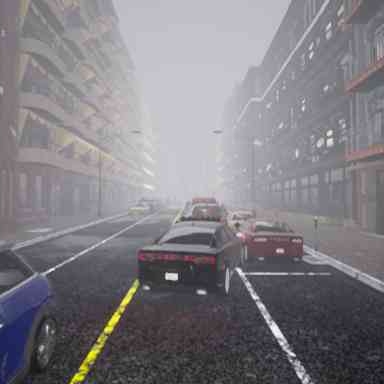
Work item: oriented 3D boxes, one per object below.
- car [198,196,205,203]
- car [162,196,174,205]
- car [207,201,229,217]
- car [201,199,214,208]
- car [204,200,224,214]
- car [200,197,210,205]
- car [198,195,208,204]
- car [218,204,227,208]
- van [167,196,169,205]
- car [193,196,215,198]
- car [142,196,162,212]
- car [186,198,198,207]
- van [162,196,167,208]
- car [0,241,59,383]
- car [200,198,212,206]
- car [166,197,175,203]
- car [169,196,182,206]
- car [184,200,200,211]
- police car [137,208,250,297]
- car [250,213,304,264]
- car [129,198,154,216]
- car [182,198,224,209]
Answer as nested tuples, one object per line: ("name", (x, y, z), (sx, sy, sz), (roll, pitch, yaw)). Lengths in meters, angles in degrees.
("car", (2.543, 1.987, 89.382), (1.967, 1.590, 4.097), (1, -1, 0))
("car", (-5.298, 1.730, 72.847), (2.192, 1.841, 5.009), (1, 0, 0))
("car", (2.580, 1.707, 34.072), (1.887, 1.381, 4.507), (1, 0, 0))
("car", (2.579, 1.841, 56.195), (1.887, 1.381, 4.507), (1, 0, 0))
("car", (2.579, 1.744, 39.603), (2.008, 1.369, 4.403), (1, 0, 0))
("car", (2.587, 1.814, 67.257), (1.967, 1.590, 4.097), (1, 0, 0))
("car", (2.547, 1.772, 78.320), (2.192, 1.841, 5.009), (1, 0, 0))
("car", (2.582, 1.602, 17.652), (1.752, 1.417, 4.829), (1, 0, 0))
("van", (-5.297, 1.638, 56.257), (1.690, 1.788, 3.998), (1, 0, 0))
("car", (0.822, 1.336, 24.654), (2.150, 2.045, 5.566), (0, 0, 0))
("car", (-5.294, 1.509, 39.667), (2.192, 1.841, 5.009), (2, 0, 0))
("car", (-0.006, 1.809, 59.337), (2.128, 1.511, 4.902), (0, 0, 0))
("van", (-5.296, 1.601, 50.725), (1.690, 1.788, 3.998), (2, 0, 0))
("car", (-2.853, 1.363, 2.596), (2.097, 1.767, 4.553), (0, 0, 0))
("car", (2.578, 1.879, 61.725), (1.887, 1.381, 4.507), (1, 0, 0))
("car", (-5.305, 2.067, 83.908), (1.947, 1.339, 4.313), (1, 0, 0))
("car", (-2.756, 1.938, 62.182), (1.895, 1.301, 4.718), (0, 0, 0))
("car", (0.004, 1.790, 45.154), (1.994, 1.385, 4.181), (0, 0, 1))
("police car", (0.274, 1.462, 8.999), (1.930, 1.638, 5.238), (0, 0, 15))
("car", (2.582, 1.595, 11.950), (1.887, 1.381, 4.507), (1, 0, 0))
("car", (-5.299, 1.687, 33.964), (1.752, 1.417, 4.829), (2, 0, 0))
("car", (0.686, 1.432, 18.543), (2.097, 1.767, 4.553), (0, 0, -3))
